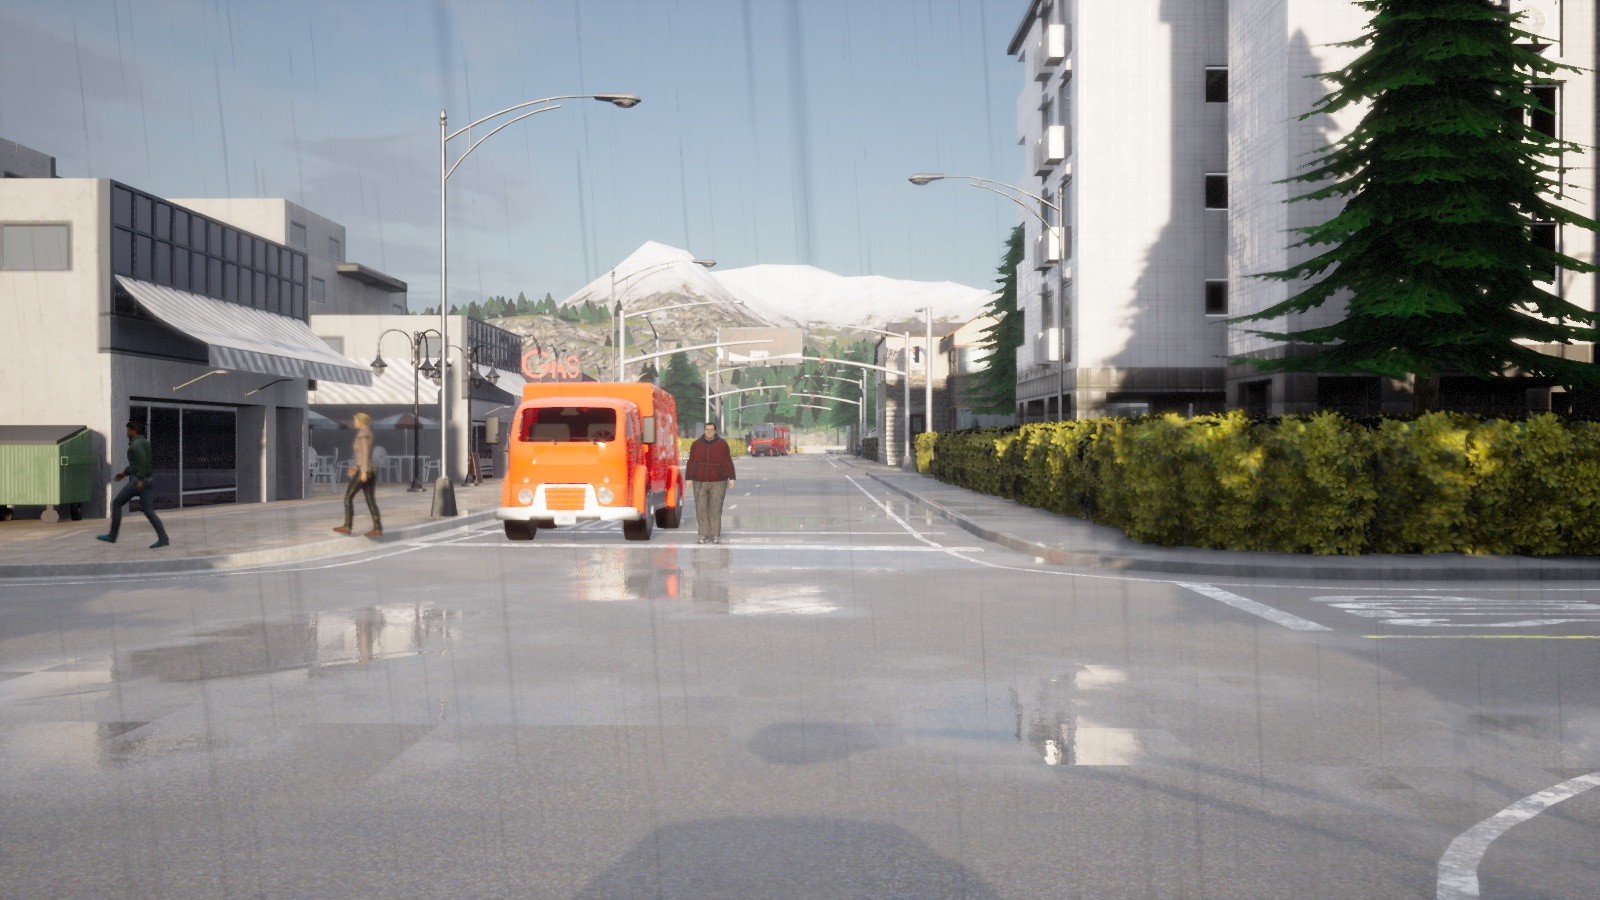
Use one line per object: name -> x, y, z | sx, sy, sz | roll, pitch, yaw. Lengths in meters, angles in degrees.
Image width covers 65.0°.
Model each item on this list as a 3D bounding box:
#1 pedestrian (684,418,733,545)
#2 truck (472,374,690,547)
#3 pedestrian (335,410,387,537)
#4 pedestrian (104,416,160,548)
pedestrian -> -1.349, 0.448, 18.665 | 0.634, 1.844, 0.899 | 0, 0, 2
truck -> -3.363, 0.147, 20.548 | 2.627, 2.467, 5.204 | 0, 0, 0
pedestrian -> -6.389, 0.338, 18.291 | 0.634, 1.846, 0.331 | 0, 0, 1
pedestrian -> -9.398, 0.446, 17.676 | 0.614, 1.847, 0.353 | 0, 0, -5
